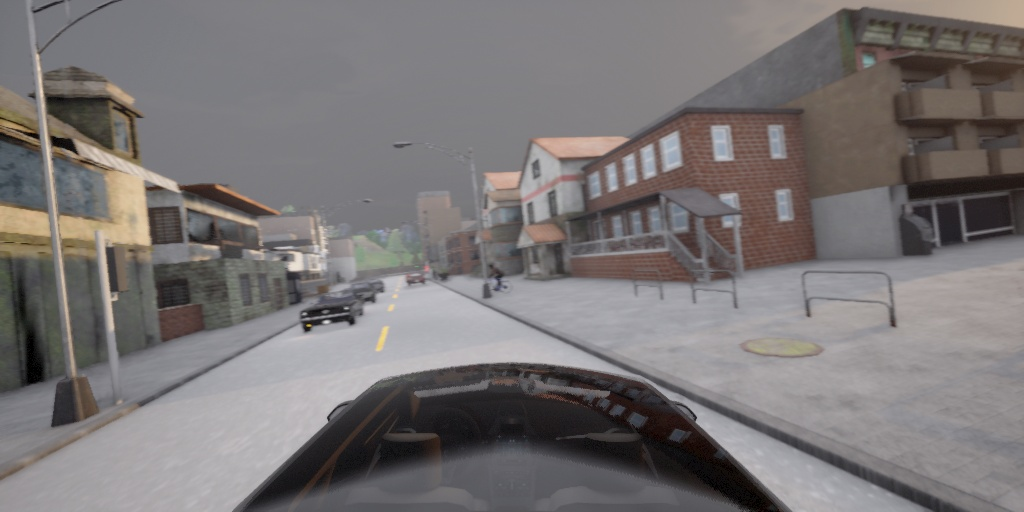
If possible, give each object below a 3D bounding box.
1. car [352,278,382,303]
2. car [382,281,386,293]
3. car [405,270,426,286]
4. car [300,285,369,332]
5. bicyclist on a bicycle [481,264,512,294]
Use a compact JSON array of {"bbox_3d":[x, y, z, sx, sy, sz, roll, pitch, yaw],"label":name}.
[{"bbox_3d":[-10.253,2.526,24.328,1.994,1.385,4.181,-7,0,-17],"label":"car"},{"bbox_3d":[-13.083,2.867,33.875,1.994,1.385,4.181,-7,0,-16],"label":"car"},{"bbox_3d":[-10.930,2.591,40.953,1.812,1.442,4.674,-7,0,-16],"label":"car"},{"bbox_3d":[-7.646,2.250,15.610,1.895,1.301,4.718,-7,0,-17],"label":"car"},{"bbox_3d":[-0.841,1.215,18.439,1.656,1.620,0.582,-7,0,-17],"label":"bicyclist on a bicycle"}]
